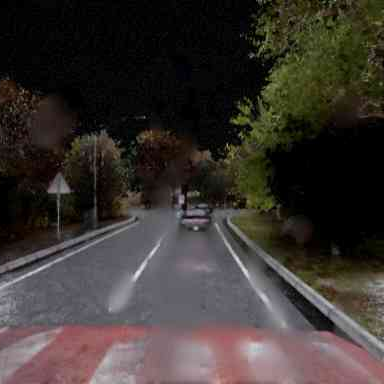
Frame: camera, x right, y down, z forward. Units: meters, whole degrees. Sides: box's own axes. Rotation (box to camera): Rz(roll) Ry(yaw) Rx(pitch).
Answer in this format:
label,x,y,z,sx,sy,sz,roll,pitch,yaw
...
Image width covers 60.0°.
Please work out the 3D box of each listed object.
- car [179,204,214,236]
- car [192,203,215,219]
label,x,y,z,sx,sy,sz,roll,pitch,yaw
car,0.248,1.747,20.094,2.128,1.511,4.902,0,-1,1
car,1.312,1.993,35.519,2.128,1.511,4.902,-1,-2,7
